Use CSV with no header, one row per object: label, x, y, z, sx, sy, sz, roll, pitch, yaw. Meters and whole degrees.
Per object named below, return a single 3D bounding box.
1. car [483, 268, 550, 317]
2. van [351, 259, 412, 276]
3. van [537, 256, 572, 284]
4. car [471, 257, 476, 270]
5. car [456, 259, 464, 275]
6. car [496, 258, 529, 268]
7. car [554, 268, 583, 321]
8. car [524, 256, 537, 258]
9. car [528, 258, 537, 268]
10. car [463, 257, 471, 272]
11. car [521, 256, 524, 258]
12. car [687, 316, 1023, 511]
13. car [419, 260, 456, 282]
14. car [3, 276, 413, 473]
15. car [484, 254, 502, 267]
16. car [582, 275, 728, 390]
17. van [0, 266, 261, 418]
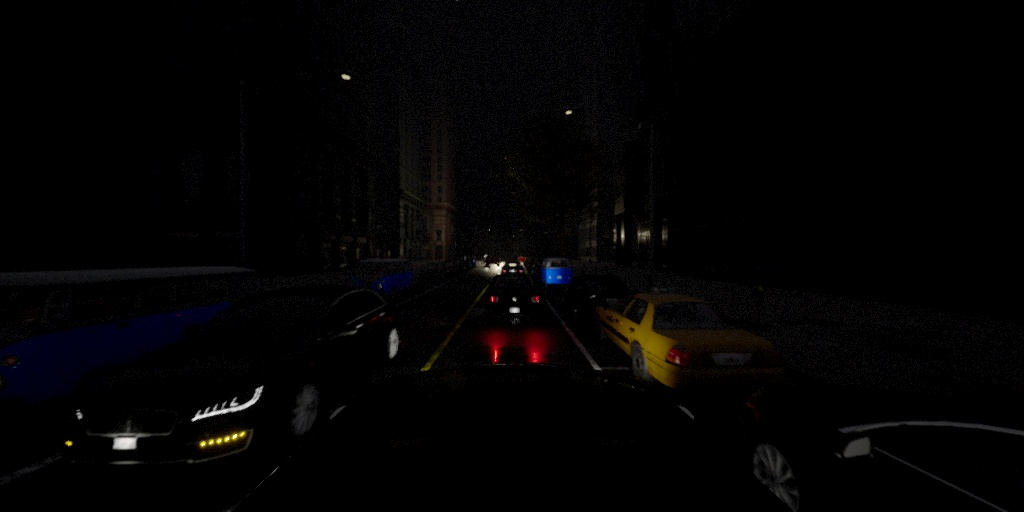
car,0.080,1.288,12.750,1.895,1.301,4.718,0,0,0
van,-5.788,1.008,16.350,1.690,1.789,3.998,0,0,0
van,2.726,0.974,22.506,1.690,1.789,3.998,0,0,0
car,-5.836,1.089,43.416,1.948,1.339,4.313,0,0,0
car,-5.816,1.161,32.589,1.802,1.307,4.207,0,0,0
car,0.052,1.146,28.967,2.033,1.411,5.357,0,0,0
car,2.745,1.257,11.929,1.948,1.339,4.313,0,0,0
car,2.698,0.863,38.373,2.192,1.841,5.009,0,0,0
car,2.708,1.126,33.084,2.007,1.370,4.403,0,0,0
car,-5.826,1.096,38.003,1.888,1.381,4.507,0,0,0
car,2.676,0.994,54.412,1.751,1.417,4.829,0,0,0
car,2.764,1.302,1.351,2.007,1.370,4.403,0,0,0
car,-5.807,1.159,27.176,2.007,1.370,4.403,0,0,0
car,-3.106,1.235,5.300,1.837,1.490,4.892,0,0,0
car,-3.101,0.664,57.656,2.150,2.045,5.566,0,0,0
car,2.754,1.247,6.810,1.751,1.417,4.829,0,0,0
van,-5.769,1.069,5.524,1.690,1.789,3.998,0,0,0
